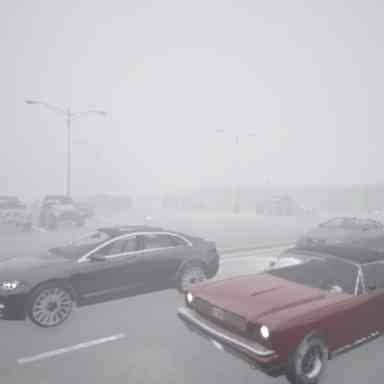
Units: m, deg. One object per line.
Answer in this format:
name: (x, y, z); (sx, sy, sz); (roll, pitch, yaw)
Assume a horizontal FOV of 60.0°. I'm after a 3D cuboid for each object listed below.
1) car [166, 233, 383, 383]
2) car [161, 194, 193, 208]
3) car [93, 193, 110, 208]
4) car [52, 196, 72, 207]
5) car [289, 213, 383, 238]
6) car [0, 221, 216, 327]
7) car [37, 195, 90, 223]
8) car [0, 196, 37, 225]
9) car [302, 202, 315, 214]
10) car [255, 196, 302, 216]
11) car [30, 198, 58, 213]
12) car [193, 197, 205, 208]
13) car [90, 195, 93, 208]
car: (2.142, 1.623, 5.445); (4.718, 1.301, 1.895); (0, 0, -35)
car: (-2.338, 1.252, 45.789); (1.932, 1.855, 4.605); (0, 0, -36)
car: (-15.676, 1.212, 54.719); (1.932, 1.855, 4.605); (0, 0, -36)
car: (-20.163, 1.425, 51.402); (1.970, 1.475, 3.806); (0, 0, -36)
car: (5.752, 1.620, 12.199); (4.181, 1.385, 1.994); (0, 0, -34)
car: (-1.611, 1.501, 7.092); (4.902, 1.511, 2.128); (0, 0, -35)
car: (-7.892, 1.167, 20.066); (1.905, 1.878, 3.866); (0, 0, -36)
car: (-10.266, 1.149, 18.410); (1.932, 1.855, 4.605); (0, 0, -36)
car: (10.317, 1.523, 33.312); (1.970, 1.475, 3.806); (0, 0, -36)
car: (7.969, 1.269, 31.621); (1.905, 1.878, 3.866); (0, 0, -36)
car: (-15.962, 1.407, 35.792); (1.970, 1.475, 3.806); (0, 0, -36)
car: (0.043, 1.478, 47.438); (1.784, 1.438, 3.905); (0, 0, -36)
car: (-17.819, 1.408, 53.102); (1.784, 1.438, 3.905); (0, 0, -36)
